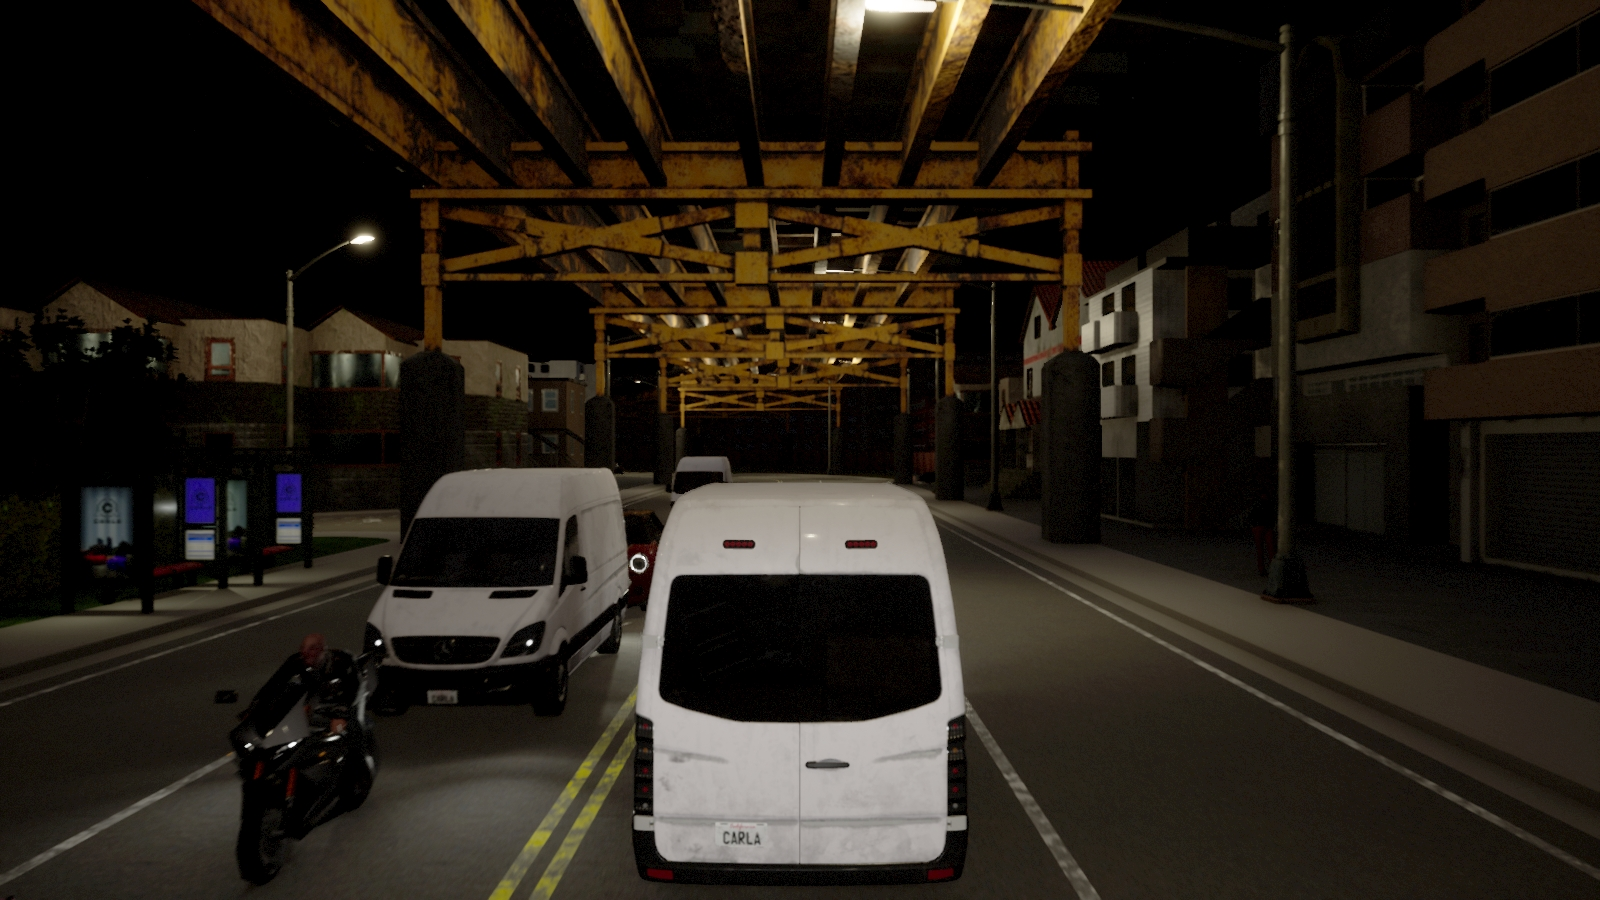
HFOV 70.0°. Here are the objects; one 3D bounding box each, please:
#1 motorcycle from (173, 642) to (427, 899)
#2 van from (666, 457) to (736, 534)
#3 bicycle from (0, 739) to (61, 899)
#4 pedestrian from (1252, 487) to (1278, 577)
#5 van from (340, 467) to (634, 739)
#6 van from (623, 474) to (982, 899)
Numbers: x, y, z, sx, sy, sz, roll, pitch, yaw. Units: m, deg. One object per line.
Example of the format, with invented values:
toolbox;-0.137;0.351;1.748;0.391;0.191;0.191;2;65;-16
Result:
motorcycle;-3.494;2.204;8.264;0.867;1.254;2.209;0;0;0
van;-3.483;1.535;41.152;1.988;2.561;5.915;0;0;0
bicycle;-3.489;2.048;4.224;0.329;1.496;1.835;0;0;0
pedestrian;9.729;1.702;23.907;0.375;1.860;0.375;0;0;1
van;-3.478;1.535;14.088;1.988;2.561;5.915;0;0;0
van;0.013;1.534;9.287;1.988;2.561;5.915;0;0;0
